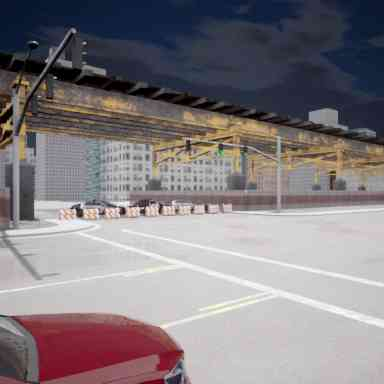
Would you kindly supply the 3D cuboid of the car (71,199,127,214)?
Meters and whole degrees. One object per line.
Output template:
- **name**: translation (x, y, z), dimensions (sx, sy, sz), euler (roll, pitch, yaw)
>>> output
- **car**: translation (-8.439, 1.295, 30.392), dimensions (4.536, 1.218, 1.853), euler (0, 0, 8)

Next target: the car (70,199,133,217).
- **car**: translation (-8.388, 1.453, 30.385), dimensions (4.974, 1.542, 2.038), euler (0, 0, 8)

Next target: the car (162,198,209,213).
- **car**: translation (-0.748, 1.453, 36.848), dimensions (4.974, 1.542, 2.038), euler (0, 0, -7)

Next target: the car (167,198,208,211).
- **car**: translation (-0.800, 1.295, 36.841), dimensions (4.536, 1.218, 1.853), euler (0, 0, -7)

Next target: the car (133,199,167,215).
- **car**: translation (-4.649, 1.453, 33.079), dimensions (2.038, 1.542, 4.974), euler (0, 0, 18)

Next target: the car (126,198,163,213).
- **car**: translation (-4.634, 1.295, 33.129), dimensions (1.853, 1.218, 4.536), euler (0, 0, 18)

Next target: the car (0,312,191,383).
- **car**: translation (-2.160, 1.526, 2.226), dimensions (4.674, 1.442, 1.812), euler (0, 0, -35)
